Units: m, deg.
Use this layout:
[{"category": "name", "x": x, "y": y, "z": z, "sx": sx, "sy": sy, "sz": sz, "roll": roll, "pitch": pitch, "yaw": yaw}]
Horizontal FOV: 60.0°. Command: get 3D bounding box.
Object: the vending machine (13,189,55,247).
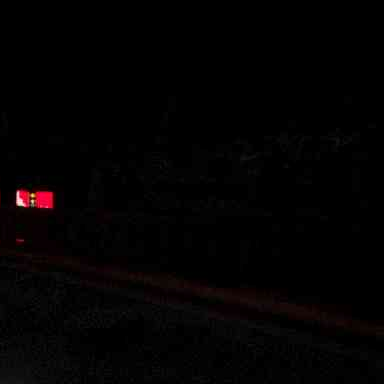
[{"category": "vending machine", "x": -6.026, "y": 0.934, "z": 12.745, "sx": 0.880, "sy": 2.100, "sz": 1.100, "roll": 2, "pitch": 1, "yaw": 29}]
